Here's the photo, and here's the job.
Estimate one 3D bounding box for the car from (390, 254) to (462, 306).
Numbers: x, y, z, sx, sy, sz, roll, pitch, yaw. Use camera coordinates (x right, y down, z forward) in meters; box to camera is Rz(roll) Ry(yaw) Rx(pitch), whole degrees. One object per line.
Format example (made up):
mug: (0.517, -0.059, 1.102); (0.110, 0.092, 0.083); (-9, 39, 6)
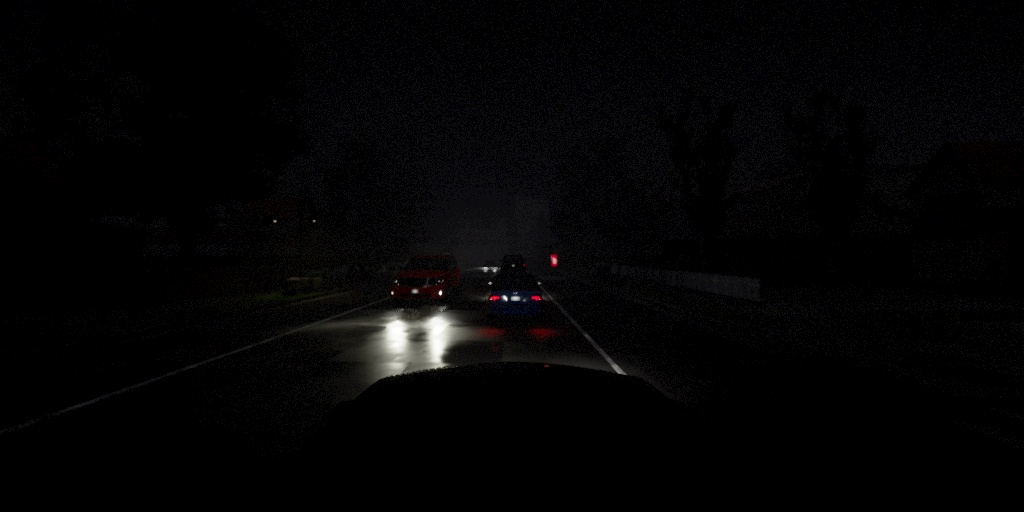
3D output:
car: (-3.599, 0.943, 16.066); (2.150, 2.045, 5.566); (0, 0, 0)

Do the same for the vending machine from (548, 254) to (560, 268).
vending machine: (6.891, 0.721, 58.576); (1.100, 2.100, 0.880); (0, 0, 0)

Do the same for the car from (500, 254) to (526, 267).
car: (0.103, 0.872, 32.203); (2.150, 2.045, 5.566); (0, 0, 0)

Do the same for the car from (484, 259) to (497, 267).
car: (-3.498, 1.125, 58.650); (1.895, 1.301, 4.718); (0, 0, 1)

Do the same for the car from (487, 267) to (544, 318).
car: (0.101, 1.280, 12.947); (2.033, 1.411, 5.357); (0, 0, 0)
